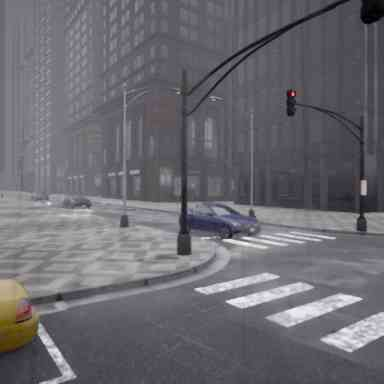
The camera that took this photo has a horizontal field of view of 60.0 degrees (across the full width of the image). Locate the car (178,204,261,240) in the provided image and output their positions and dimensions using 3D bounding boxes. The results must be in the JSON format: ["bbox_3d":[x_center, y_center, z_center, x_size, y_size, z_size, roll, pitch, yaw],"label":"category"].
[{"bbox_3d":[1.160,1.313,16.101,1.812,1.442,4.674,0,1,-38],"label":"car"}]

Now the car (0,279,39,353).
[{"bbox_3d":[-4.335,1.525,3.551,4.829,1.417,1.752,0,0,-36],"label":"car"}]

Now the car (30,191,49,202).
[{"bbox_3d":[-22.004,0.625,48.039,1.837,1.490,4.892,0,1,-36],"label":"car"}]

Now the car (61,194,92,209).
[{"bbox_3d":[-11.851,0.929,33.844,2.033,1.411,5.357,0,1,-36],"label":"car"}]
